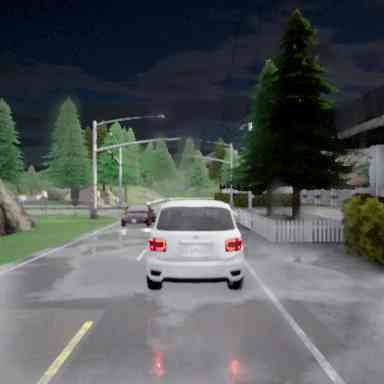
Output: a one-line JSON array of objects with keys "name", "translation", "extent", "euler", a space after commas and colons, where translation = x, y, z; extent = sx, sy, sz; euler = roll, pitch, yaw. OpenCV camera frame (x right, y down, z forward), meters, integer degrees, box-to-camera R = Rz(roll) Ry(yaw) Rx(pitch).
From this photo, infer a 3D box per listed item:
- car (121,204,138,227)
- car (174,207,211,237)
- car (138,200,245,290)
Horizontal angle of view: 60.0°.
[{"name": "car", "translation": [-3.606, 1.541, 22.989], "extent": [1.812, 1.442, 4.674], "euler": [0, 0, 0]}, {"name": "car", "translation": [0.017, 1.612, 19.002], "extent": [1.895, 1.301, 4.718], "euler": [0, 0, 0]}, {"name": "car", "translation": [0.064, 1.227, 9.239], "extent": [2.150, 2.045, 5.566], "euler": [0, 0, 0]}]
